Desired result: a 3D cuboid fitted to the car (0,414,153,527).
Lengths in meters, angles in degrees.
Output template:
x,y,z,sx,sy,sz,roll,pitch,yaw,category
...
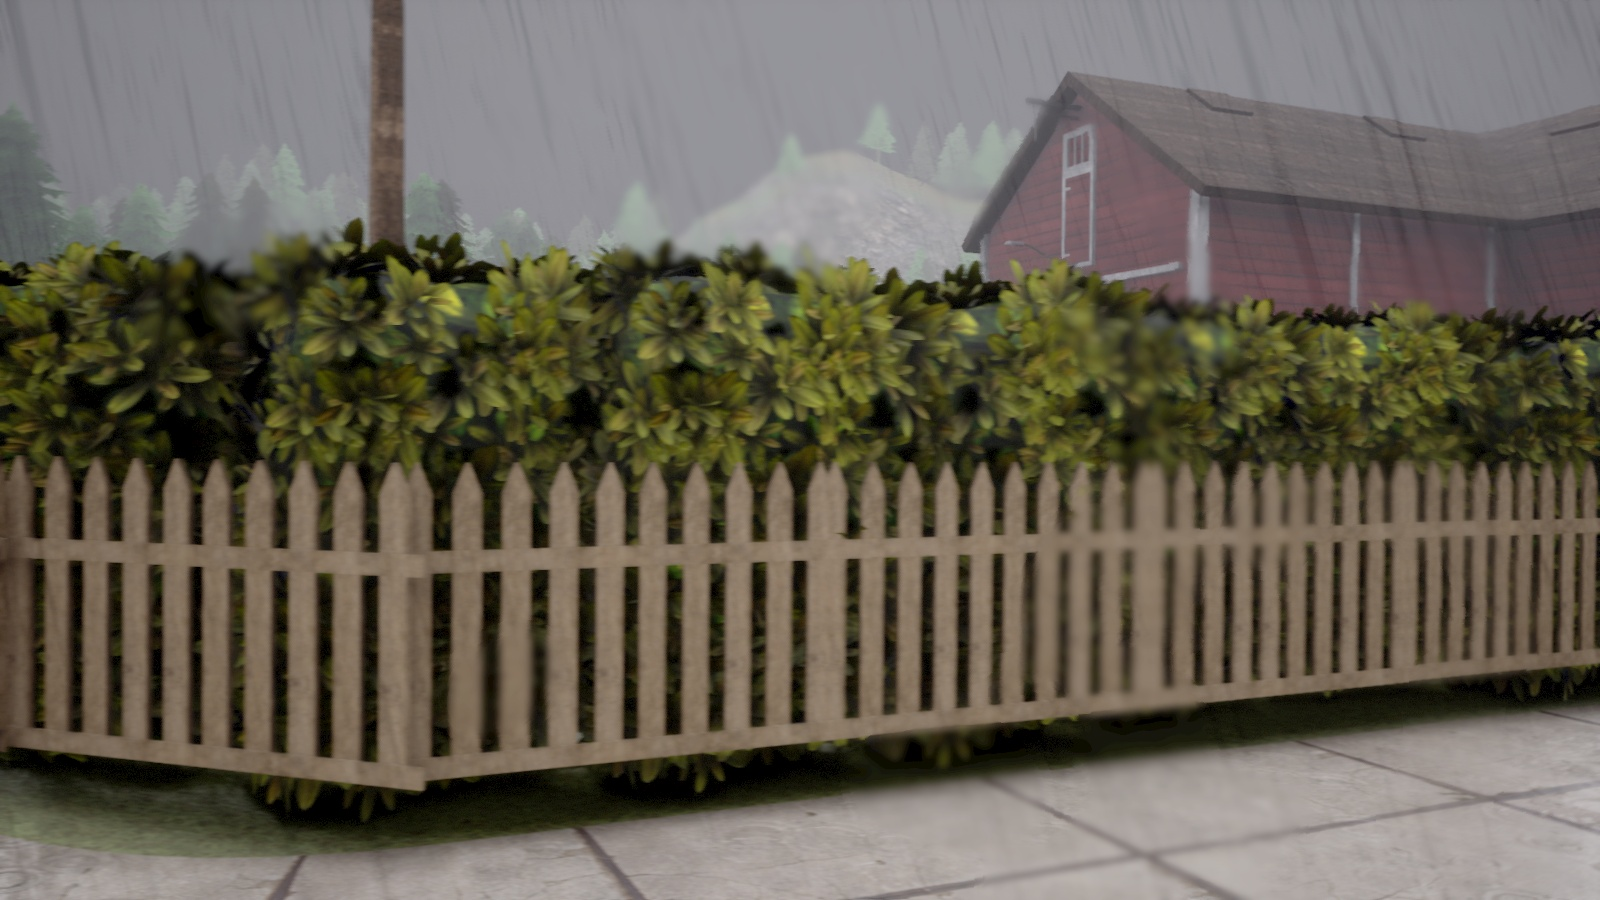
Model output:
x,y,z,sx,sy,sz,roll,pitch,yaw,category
-13.835,0.279,23.121,1.932,1.855,4.605,-1,2,-8,car
